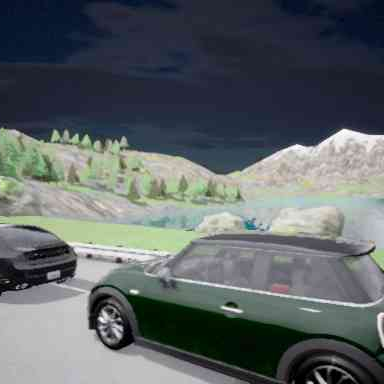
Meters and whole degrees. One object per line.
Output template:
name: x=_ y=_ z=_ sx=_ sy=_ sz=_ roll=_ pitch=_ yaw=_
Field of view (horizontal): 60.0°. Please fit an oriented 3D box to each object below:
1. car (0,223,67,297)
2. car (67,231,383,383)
car: x=-5.035 y=1.578 z=8.516 sx=4.892 sy=1.490 sz=1.837 roll=-1 pitch=0 yaw=32
car: x=0.552 y=1.361 z=4.797 sx=4.553 sy=1.767 sz=2.097 roll=-1 pitch=0 yaw=35
